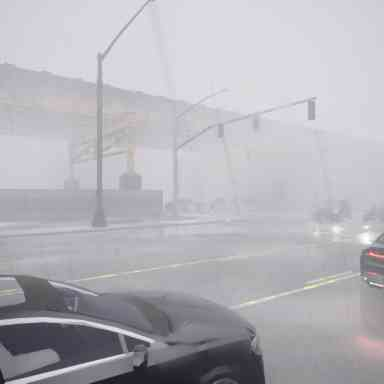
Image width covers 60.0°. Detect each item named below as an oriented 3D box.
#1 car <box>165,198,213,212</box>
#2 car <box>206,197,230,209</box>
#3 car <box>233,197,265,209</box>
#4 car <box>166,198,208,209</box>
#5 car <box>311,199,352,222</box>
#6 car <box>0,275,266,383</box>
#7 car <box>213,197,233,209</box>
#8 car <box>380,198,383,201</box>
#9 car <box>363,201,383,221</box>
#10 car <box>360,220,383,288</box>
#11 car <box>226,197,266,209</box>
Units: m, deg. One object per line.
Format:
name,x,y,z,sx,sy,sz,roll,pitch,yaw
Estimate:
car,-0.490,1.453,38.042,4.974,1.542,2.038,0,0,8
car,3.279,1.295,40.765,1.853,1.218,4.536,0,0,18
car,7.133,1.295,44.457,4.536,1.218,1.853,0,0,-7
car,-0.542,1.295,38.049,4.536,1.218,1.853,0,0,8
car,11.034,1.352,26.208,2.097,1.767,4.553,0,0,38
car,-1.495,1.491,2.688,4.902,1.511,2.128,0,0,-35
car,3.263,1.453,40.715,2.038,1.542,4.974,0,0,18
car,23.894,1.220,38.851,5.566,2.045,2.150,0,0,-37
car,14.096,1.601,24.758,1.895,1.301,4.718,0,0,36
car,5.937,1.505,7.970,4.892,1.490,1.837,0,0,-35
car,7.185,1.452,44.463,4.974,1.542,2.038,0,0,-7
